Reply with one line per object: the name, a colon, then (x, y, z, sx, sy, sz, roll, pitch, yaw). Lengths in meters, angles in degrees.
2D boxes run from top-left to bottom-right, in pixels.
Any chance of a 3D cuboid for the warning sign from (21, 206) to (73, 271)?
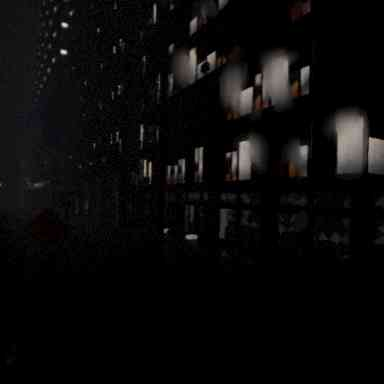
warning sign: (-4.605, 1.408, 10.528, 1.300, 1.860, 1.060, 3, -2, -31)
